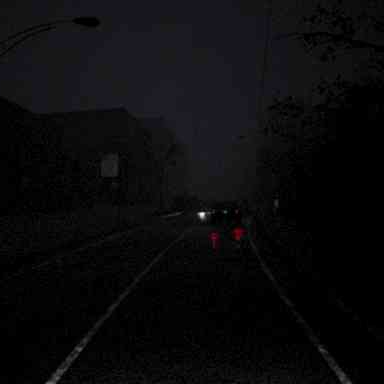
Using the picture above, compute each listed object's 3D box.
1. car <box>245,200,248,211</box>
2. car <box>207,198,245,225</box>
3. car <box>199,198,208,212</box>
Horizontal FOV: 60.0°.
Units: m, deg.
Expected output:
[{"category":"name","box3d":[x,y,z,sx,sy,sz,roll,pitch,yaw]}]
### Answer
[{"category":"car","box3d":[6.144,1.652,42.307,2.033,1.411,5.357,-1,0,12]},{"category":"car","box3d":[2.660,1.413,24.922,2.097,1.767,4.553,-1,0,10]},{"category":"car","box3d":[2.196,1.520,41.466,2.097,1.767,4.553,-1,0,12]}]
